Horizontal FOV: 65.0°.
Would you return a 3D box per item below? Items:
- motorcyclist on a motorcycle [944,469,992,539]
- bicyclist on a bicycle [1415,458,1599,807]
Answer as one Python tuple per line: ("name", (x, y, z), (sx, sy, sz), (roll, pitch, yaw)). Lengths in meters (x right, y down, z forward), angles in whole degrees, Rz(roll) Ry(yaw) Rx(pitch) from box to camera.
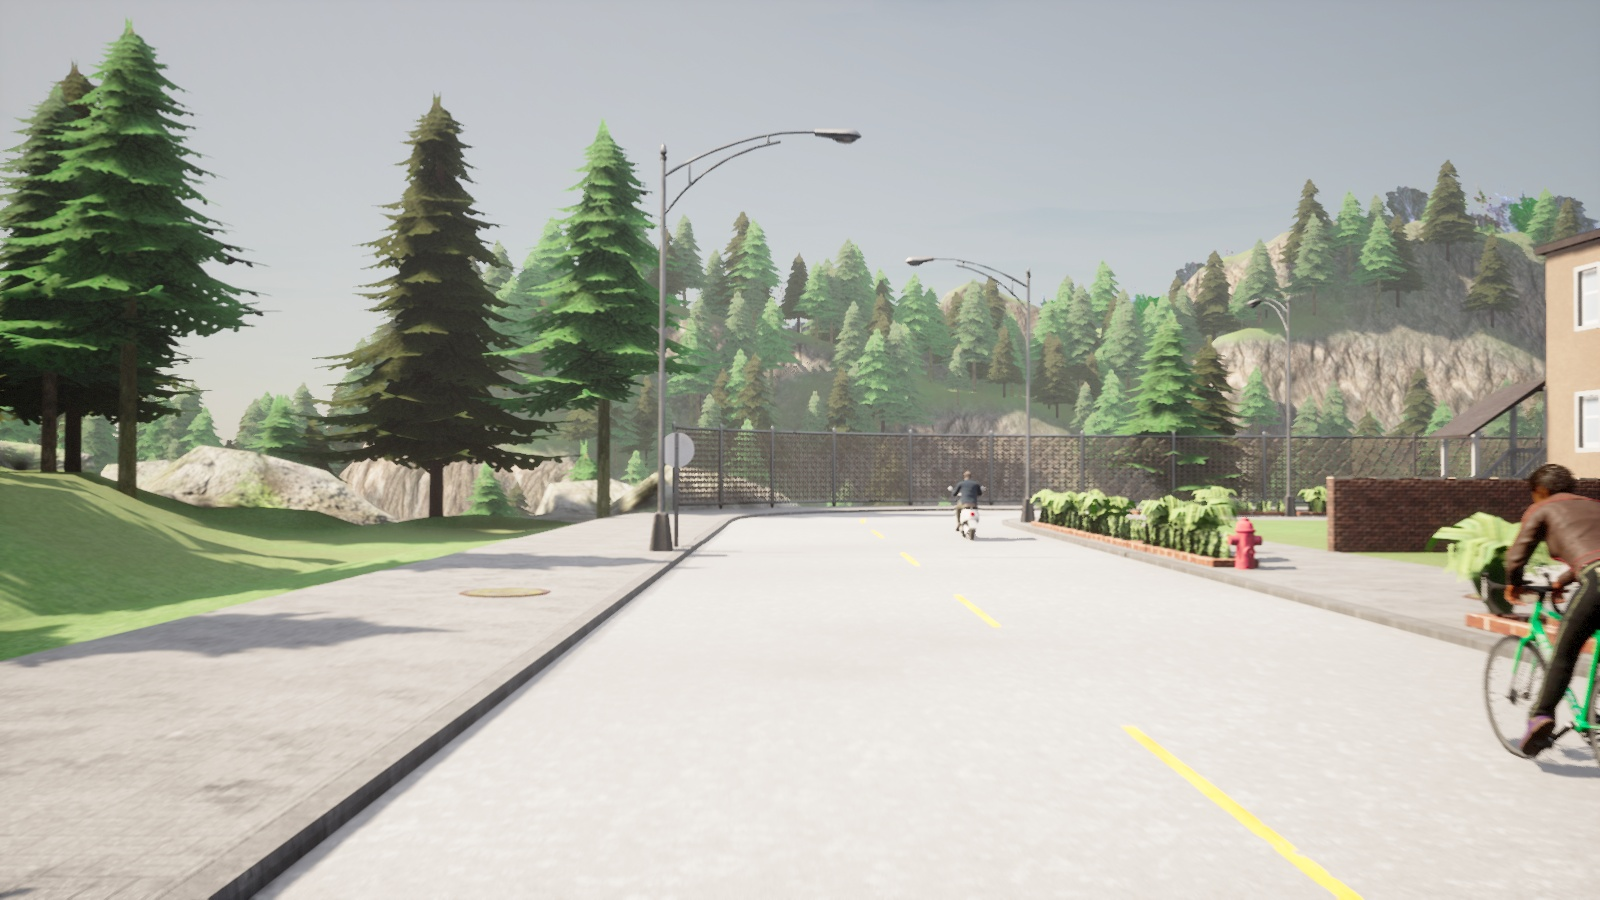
("motorcyclist on a motorcycle", (3.927, 1.254, 29.516), (0.866, 1.590, 1.817), (0, -1, 0))
("bicyclist on a bicycle", (3.983, 0.866, 6.683), (0.582, 1.620, 1.656), (0, -1, 0))
